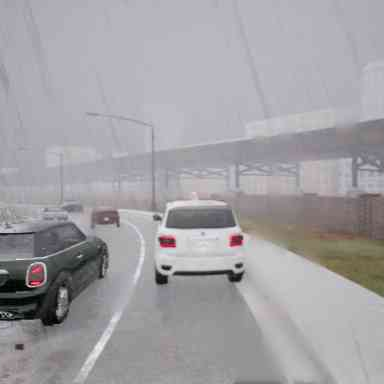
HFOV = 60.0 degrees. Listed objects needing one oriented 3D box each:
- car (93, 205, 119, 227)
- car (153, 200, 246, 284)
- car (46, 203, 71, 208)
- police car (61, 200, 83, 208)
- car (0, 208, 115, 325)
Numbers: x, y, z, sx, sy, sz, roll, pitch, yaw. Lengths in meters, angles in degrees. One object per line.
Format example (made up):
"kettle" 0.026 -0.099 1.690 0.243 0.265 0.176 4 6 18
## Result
"car" -6.413 1.653 24.201 1.882 1.535 5.008 -1 0 -18
"car" 0.029 1.253 9.879 2.150 2.045 5.566 -1 0 -5
"car" -11.688 1.884 28.316 1.895 1.301 4.718 -1 0 -24
"police car" -14.868 1.802 40.557 1.930 1.638 5.238 -1 0 -35
"car" -3.324 1.415 7.371 2.097 1.767 4.553 -1 0 -1
